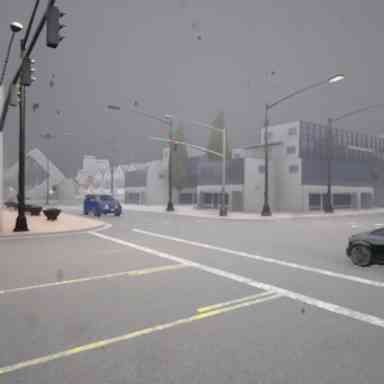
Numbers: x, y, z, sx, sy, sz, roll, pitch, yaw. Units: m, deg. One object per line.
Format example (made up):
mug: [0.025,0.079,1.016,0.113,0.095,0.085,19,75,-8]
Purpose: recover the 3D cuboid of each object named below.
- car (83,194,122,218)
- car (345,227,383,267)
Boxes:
car: [-8.470,1.227,31.039,2.150,2.045,5.566,1,0,-35]
car: [6.662,1.598,9.449,1.994,1.385,4.181,0,0,-35]
